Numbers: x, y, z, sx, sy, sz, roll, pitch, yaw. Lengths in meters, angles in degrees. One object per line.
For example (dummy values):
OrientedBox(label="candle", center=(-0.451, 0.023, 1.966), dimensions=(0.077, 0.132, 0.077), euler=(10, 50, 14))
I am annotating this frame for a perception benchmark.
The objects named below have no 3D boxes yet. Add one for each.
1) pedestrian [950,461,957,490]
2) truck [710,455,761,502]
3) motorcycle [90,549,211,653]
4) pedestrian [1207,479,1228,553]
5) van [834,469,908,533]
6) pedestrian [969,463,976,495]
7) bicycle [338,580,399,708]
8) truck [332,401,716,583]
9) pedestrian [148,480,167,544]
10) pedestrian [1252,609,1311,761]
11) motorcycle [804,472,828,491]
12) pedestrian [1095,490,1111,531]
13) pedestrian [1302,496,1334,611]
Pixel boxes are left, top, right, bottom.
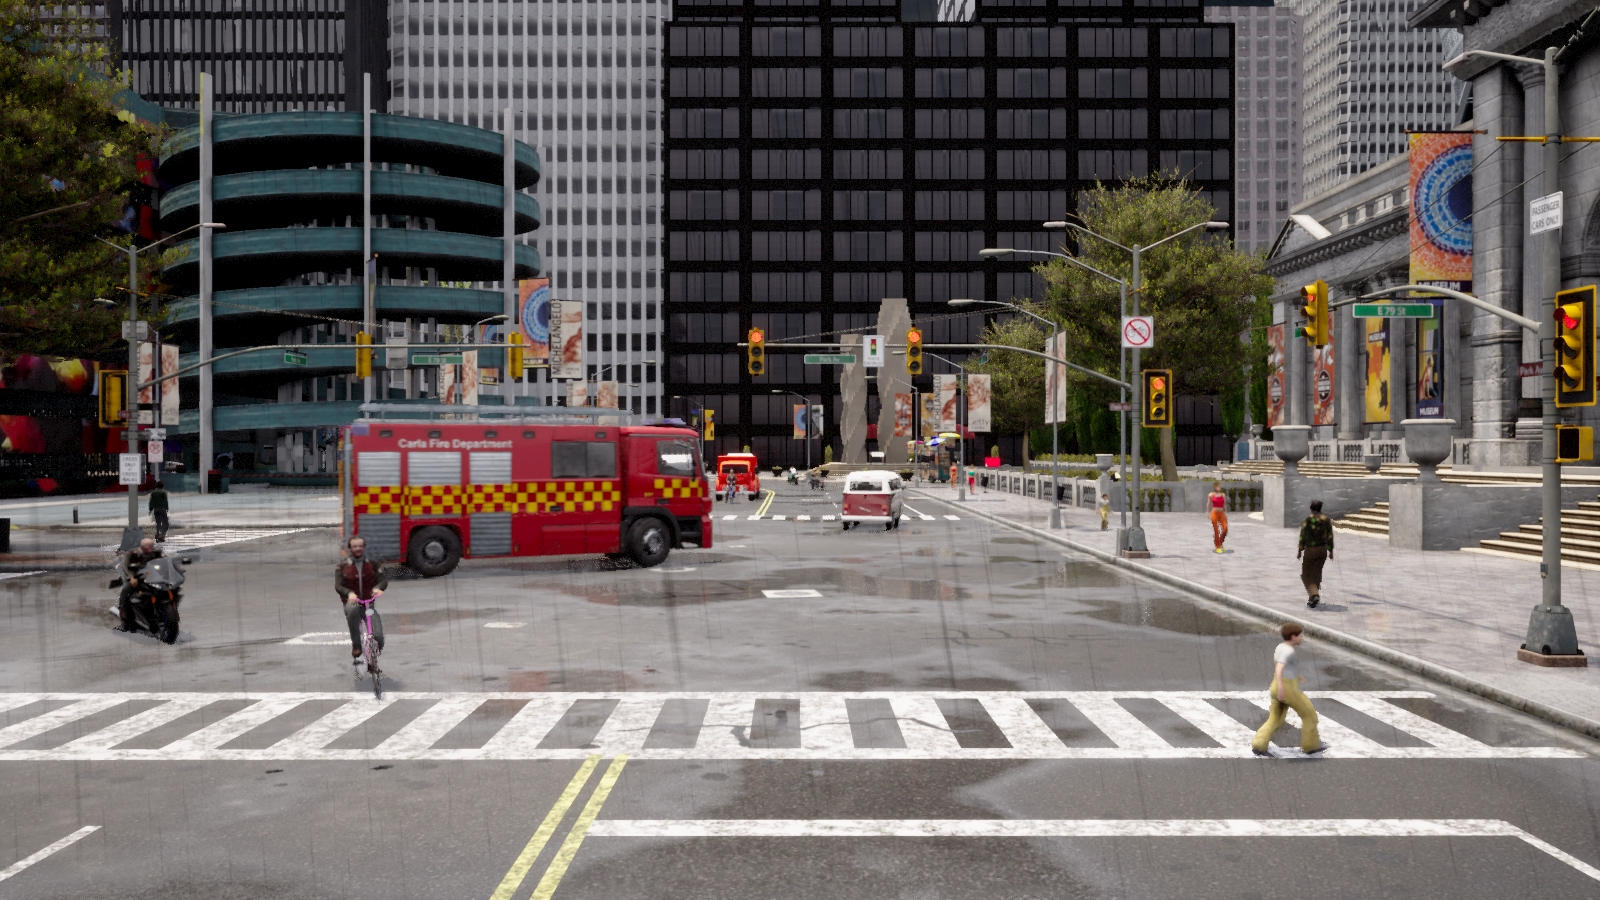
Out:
OrientedBox(label="pedestrian", center=(9.971, 1.666, 74.211), dimensions=(0.375, 1.860, 0.375), euler=(0, 0, -6))
OrientedBox(label="truck", center=(-3.541, 1.543, 64.074), dimensions=(2.627, 2.467, 5.204), euler=(0, 0, -1))
OrientedBox(label="motorcycle", center=(-9.684, 2.198, 16.993), dimensions=(2.209, 1.251, 0.867), euler=(0, 2, 42))
OrientedBox(label="pedestrian", center=(10.642, 1.685, 29.128), dimensions=(0.375, 1.860, 0.375), euler=(0, 0, 0))
OrientedBox(label="van", center=(2.614, 1.766, 40.998), dimensions=(2.069, 2.038, 4.480), euler=(1, 0, 11))
OrientedBox(label="pedestrian", center=(9.976, 1.671, 66.162), dimensions=(0.375, 1.860, 0.375), euler=(0, 0, 5))
OrientedBox(label="bicycle", center=(-5.026, 2.205, 13.258), dimensions=(0.329, 1.171, 1.835), euler=(-3, 2, -30))
OrientedBox(label="truck", center=(-6.479, 0.880, 27.321), dimensions=(8.468, 3.827, 2.891), euler=(0, 0, -28))
OrientedBox(label="pedestrian", center=(-19.043, 1.835, 33.882), dimensions=(0.375, 1.860, 0.375), euler=(0, 0, -7))
OrientedBox(label="pedestrian", center=(4.367, 2.124, 10.382), dimensions=(0.375, 1.300, 0.375), euler=(0, 0, 0))
OrientedBox(label="motorcycle", center=(1.094, 2.140, 77.687), dimensions=(0.764, 1.277, 2.356), euler=(0, 0, -22))
OrientedBox(label="pedestrian", center=(9.829, 1.962, 37.060), dimensions=(0.375, 1.300, 0.375), euler=(0, 0, -12))
OrientedBox(label="pedestrian", center=(8.527, 1.688, 18.825), dimensions=(0.375, 1.860, 0.375), euler=(0, 0, 5))
